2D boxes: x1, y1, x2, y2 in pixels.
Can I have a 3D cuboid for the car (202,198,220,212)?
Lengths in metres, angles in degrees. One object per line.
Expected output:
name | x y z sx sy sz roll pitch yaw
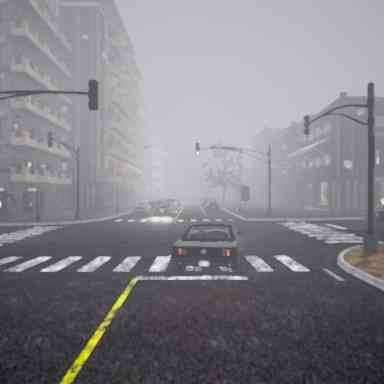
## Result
car | 2.682 1.839 42.929 1.947 1.339 4.313 0 0 0

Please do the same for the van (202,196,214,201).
van | 2.679 1.648 48.464 1.690 1.788 3.998 0 0 0

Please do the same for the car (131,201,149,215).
car | -5.699 1.790 37.402 2.008 1.369 4.403 0 0 0

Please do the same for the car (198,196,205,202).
car | 2.673 2.010 92.730 1.967 1.590 4.097 0 0 0

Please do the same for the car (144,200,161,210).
car | -5.700 1.852 48.468 1.887 1.381 4.507 0 0 0

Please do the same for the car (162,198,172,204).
car | -5.704 2.056 76.136 1.802 1.307 4.206 0 0 0

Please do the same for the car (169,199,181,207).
car | -3.056 1.946 60.908 1.994 1.385 4.181 0 0 0

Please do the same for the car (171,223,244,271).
car | 0.734 1.694 11.238 1.895 1.301 4.718 -1 -1 10

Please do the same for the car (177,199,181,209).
car | -3.088 1.650 46.814 2.097 1.767 4.553 0 0 0

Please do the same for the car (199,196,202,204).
car | 2.678 1.815 59.530 1.967 1.590 4.097 0 0 0

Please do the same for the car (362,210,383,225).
car | 13.697 1.476 21.470 4.718 1.301 1.895 -1 0 0

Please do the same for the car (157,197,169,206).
car | -5.703 1.848 65.069 1.967 1.590 4.097 0 0 0

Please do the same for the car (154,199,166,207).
car | -5.701 1.957 59.535 1.802 1.307 4.206 0 0 0

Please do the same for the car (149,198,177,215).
car | -3.096 1.726 36.670 2.128 1.511 4.902 0 0 0
